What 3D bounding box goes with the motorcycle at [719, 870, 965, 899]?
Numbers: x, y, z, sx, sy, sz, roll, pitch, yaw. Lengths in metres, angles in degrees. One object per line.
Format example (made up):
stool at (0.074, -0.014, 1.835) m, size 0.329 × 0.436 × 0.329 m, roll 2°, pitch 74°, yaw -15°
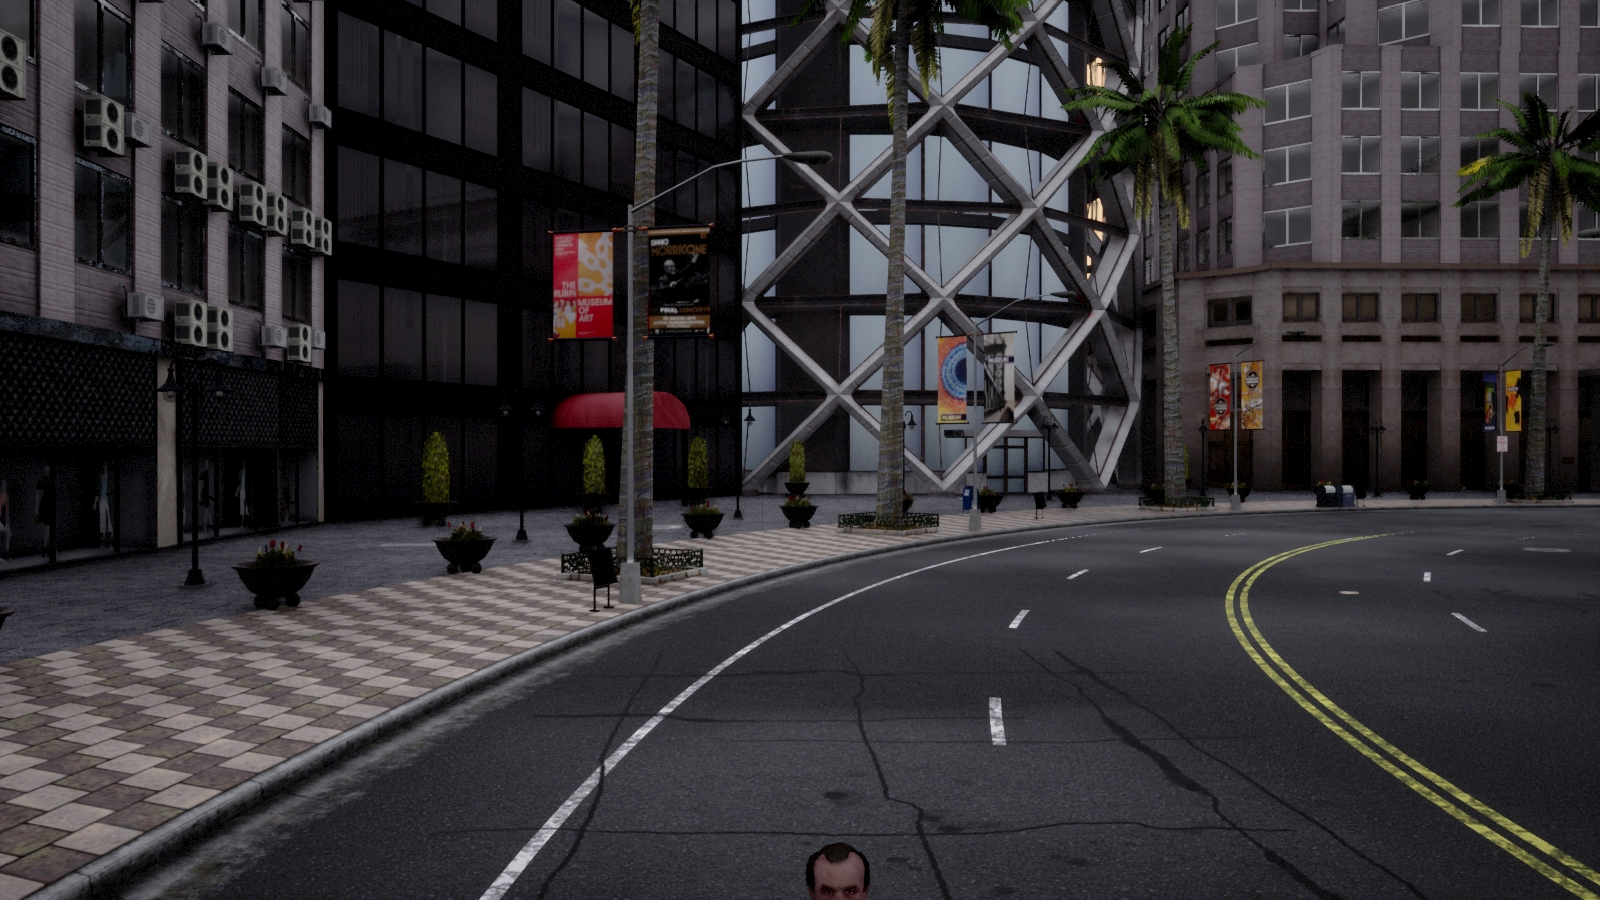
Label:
motorcycle at (0.124, 2.182, 3.338) m, size 0.856 × 1.236 × 1.805 m, roll 0°, pitch 0°, yaw 2°
